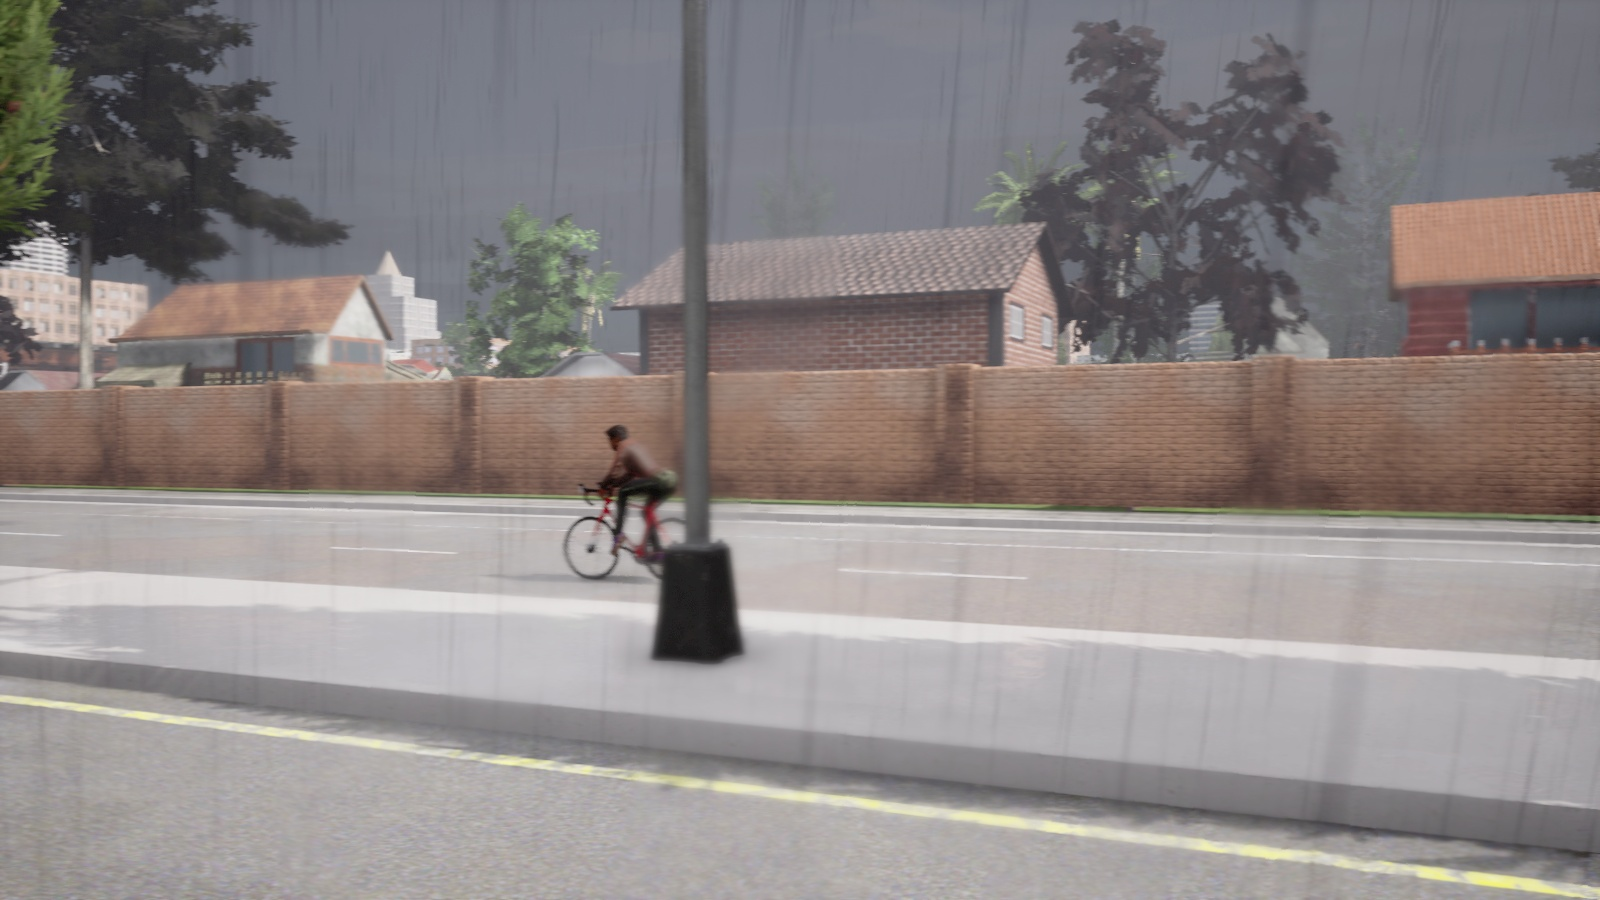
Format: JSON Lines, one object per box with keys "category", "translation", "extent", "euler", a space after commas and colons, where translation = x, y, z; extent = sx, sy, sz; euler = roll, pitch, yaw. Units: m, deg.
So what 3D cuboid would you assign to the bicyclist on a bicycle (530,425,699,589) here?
{"category": "bicyclist on a bicycle", "translation": [-1.911, 0.552, 12.928], "extent": [1.656, 1.620, 0.582], "euler": [0, 1, 23]}
